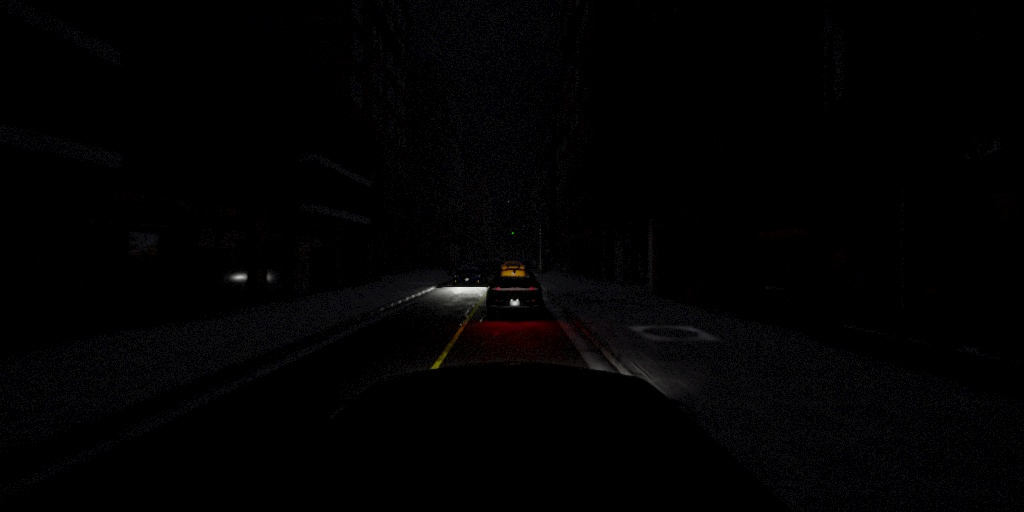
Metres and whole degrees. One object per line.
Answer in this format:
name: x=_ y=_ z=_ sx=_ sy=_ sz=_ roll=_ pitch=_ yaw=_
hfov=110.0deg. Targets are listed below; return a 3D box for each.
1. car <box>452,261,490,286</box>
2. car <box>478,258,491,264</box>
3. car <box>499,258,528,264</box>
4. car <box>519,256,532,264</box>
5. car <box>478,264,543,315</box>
car: x=-2.846 y=1.288 z=24.646 sx=1.994 sy=1.385 sz=4.181 roll=0 pitch=0 yaw=0
car: x=-5.396 y=1.229 z=64.933 sx=1.948 sy=1.339 sz=4.313 roll=0 pitch=0 yaw=0
car: x=0.090 y=1.195 z=29.433 sx=1.882 sy=1.535 sz=5.008 roll=0 pitch=0 yaw=0
car: x=2.629 y=1.214 z=64.934 sx=2.007 sy=1.370 sz=4.403 roll=0 pitch=0 yaw=0
car: x=0.091 y=1.230 z=13.418 sx=2.128 sy=1.511 sz=4.902 roll=0 pitch=0 yaw=0
